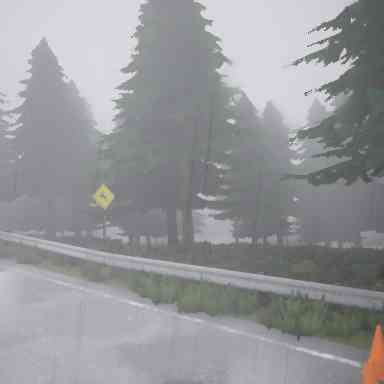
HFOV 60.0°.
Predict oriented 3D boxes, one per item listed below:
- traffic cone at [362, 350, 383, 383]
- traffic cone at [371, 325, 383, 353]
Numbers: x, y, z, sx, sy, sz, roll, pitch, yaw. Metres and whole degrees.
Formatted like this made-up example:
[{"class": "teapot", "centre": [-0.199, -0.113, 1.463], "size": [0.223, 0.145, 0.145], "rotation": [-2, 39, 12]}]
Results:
[{"class": "traffic cone", "centre": [1.773, 1.956, 3.294], "size": [0.340, 0.580, 0.340], "rotation": [0, 0, 34]}, {"class": "traffic cone", "centre": [2.320, 1.956, 4.128], "size": [0.340, 0.580, 0.340], "rotation": [0, 0, 34]}]
